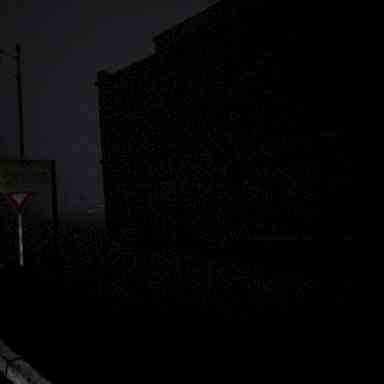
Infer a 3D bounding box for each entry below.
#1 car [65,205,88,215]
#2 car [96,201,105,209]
[{"bbox_3d":[-18.341,2.768,52.791,1.882,1.535,5.008,-4,1,7],"label":"car"},{"bbox_3d":[-16.036,2.328,62.795,1.895,1.301,4.718,-5,2,19],"label":"car"}]
